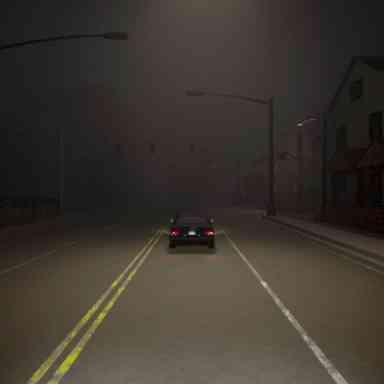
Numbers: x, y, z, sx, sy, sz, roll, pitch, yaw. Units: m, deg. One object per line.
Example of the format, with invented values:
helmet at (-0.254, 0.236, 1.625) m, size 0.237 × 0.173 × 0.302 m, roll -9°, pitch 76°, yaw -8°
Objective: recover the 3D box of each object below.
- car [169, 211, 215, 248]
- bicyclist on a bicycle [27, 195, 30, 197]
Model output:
car at (0.000, 1.562, 14.650) m, size 2.033 × 1.411 × 5.357 m, roll 0°, pitch 0°, yaw 0°
bicyclist on a bicycle at (-25.295, 1.301, 51.344) m, size 0.582 × 1.620 × 1.656 m, roll 0°, pitch 0°, yaw 1°
